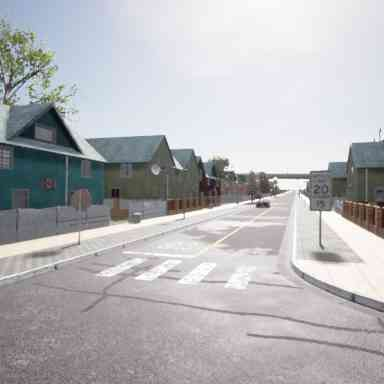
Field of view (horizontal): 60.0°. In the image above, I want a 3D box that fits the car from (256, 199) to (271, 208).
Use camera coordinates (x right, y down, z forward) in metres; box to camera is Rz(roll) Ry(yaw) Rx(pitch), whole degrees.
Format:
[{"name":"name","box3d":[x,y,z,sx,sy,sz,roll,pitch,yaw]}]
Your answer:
[{"name":"car","box3d":[10.796,1.651,50.232,1.895,1.301,4.718,0,0,17]}]
